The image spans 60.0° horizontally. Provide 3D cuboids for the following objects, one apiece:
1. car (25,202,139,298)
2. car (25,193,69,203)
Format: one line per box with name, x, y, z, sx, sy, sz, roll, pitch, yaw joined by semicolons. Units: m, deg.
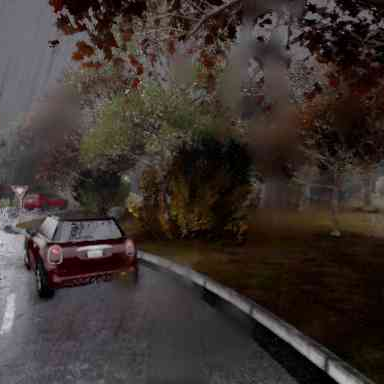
car;-3.116;1.305;8.811;2.097;1.767;4.553;0;0;-31
car;-16.550;1.130;38.215;2.150;2.045;5.566;-1;0;17
